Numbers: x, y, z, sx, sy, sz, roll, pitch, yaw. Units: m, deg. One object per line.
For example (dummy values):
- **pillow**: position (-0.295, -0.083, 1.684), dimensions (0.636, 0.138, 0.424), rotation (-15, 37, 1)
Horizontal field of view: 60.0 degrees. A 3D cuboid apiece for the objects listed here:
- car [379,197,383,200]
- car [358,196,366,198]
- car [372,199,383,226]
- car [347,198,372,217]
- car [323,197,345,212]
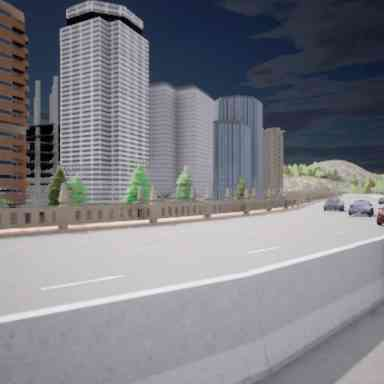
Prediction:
- **car**: position (34.544, 1.576, 59.449), dimensions (2.033, 1.411, 5.357), rotation (0, 0, 25)
- **car**: position (35.095, 1.576, 68.749), dimensions (1.812, 1.442, 4.674), rotation (0, 0, 25)
- **car**: position (14.135, 1.489, 22.899), dimensions (1.882, 1.535, 5.008), rotation (0, 0, 38)
- **car**: position (16.033, 1.553, 31.389), dimensions (1.812, 1.442, 4.674), rotation (0, 0, 33)
- **car**: position (17.060, 1.396, 39.812), dimensions (2.097, 1.767, 4.553), rotation (0, 0, 29)
